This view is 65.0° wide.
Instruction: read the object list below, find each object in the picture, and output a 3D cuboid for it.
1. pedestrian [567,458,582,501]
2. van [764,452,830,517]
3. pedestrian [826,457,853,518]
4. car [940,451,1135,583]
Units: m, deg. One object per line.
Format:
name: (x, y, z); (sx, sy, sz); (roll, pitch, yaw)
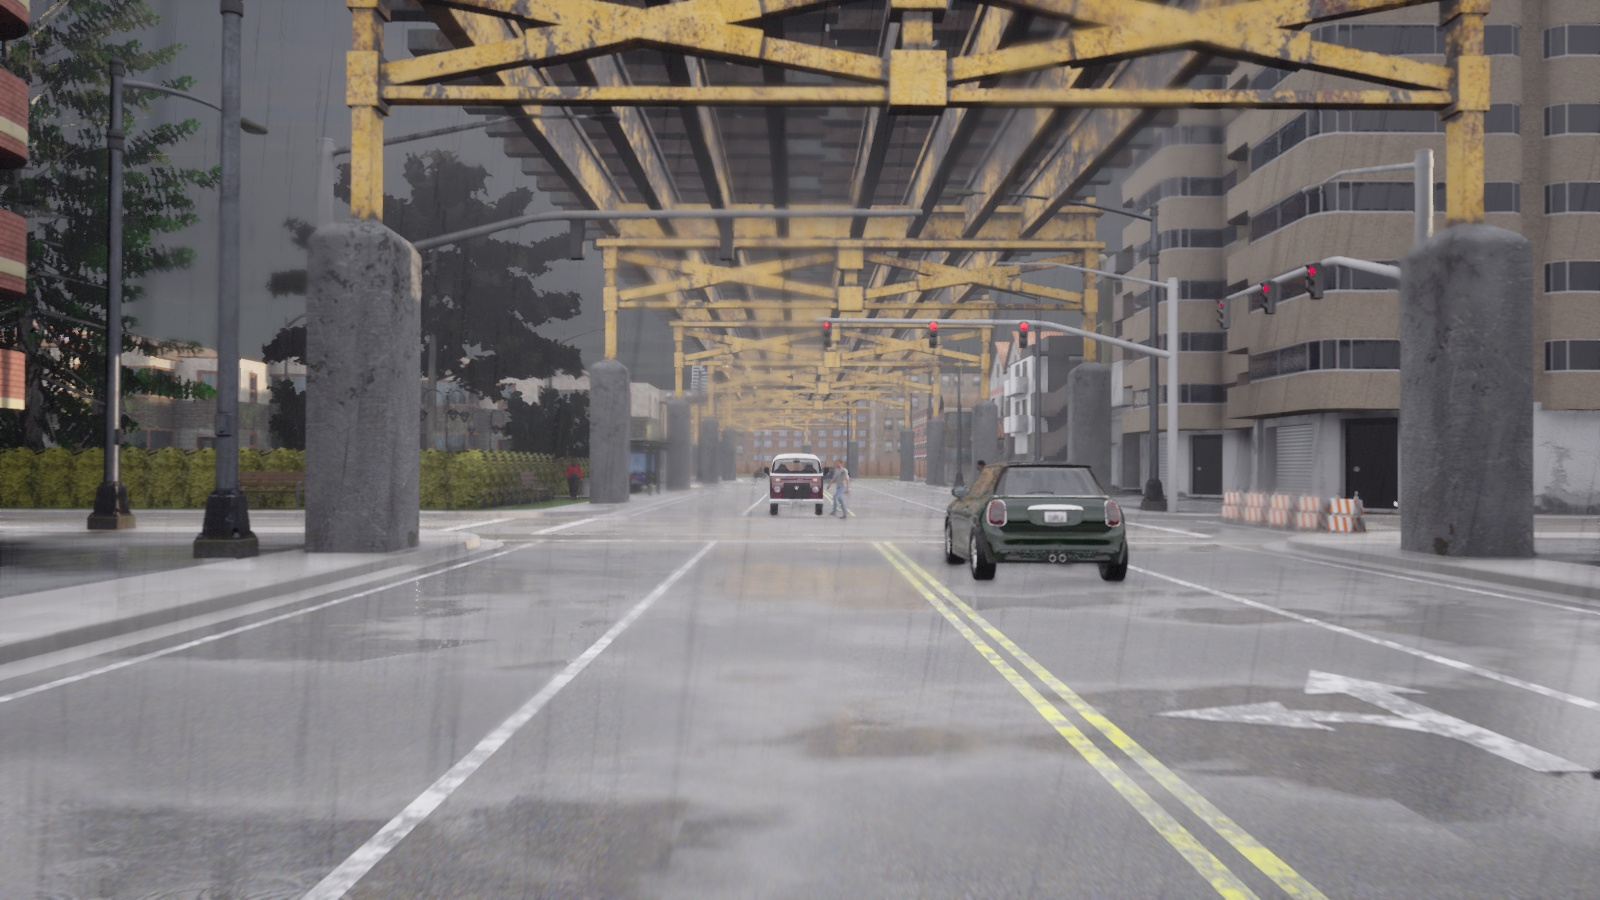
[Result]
pedestrian: (-9.625, 1.250, 53.633); (0.634, 1.844, 0.899); (0, -1, -9)
van: (-0.108, 1.108, 41.817); (2.069, 2.038, 4.480); (0, 0, 0)
pedestrian: (1.191, 1.128, 37.903); (0.706, 1.836, 0.354); (0, -1, -29)
car: (3.450, 0.927, 19.170); (2.097, 1.767, 4.553); (0, -1, 0)
